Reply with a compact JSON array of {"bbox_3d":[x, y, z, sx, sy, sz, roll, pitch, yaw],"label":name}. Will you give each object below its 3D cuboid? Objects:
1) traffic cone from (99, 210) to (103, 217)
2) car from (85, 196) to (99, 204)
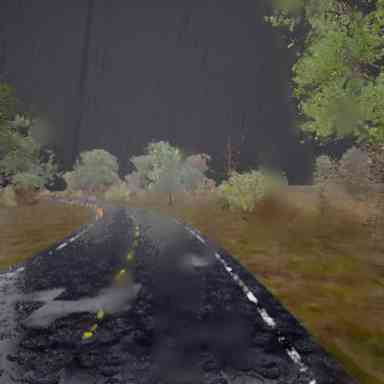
[{"bbox_3d":[-8.228,1.944,30.208,0.340,0.580,0.340,0,0,-15],"label":"traffic cone"},{"bbox_3d":[-18.709,1.512,62.036,1.837,1.490,4.892,0,0,-28],"label":"car"}]
